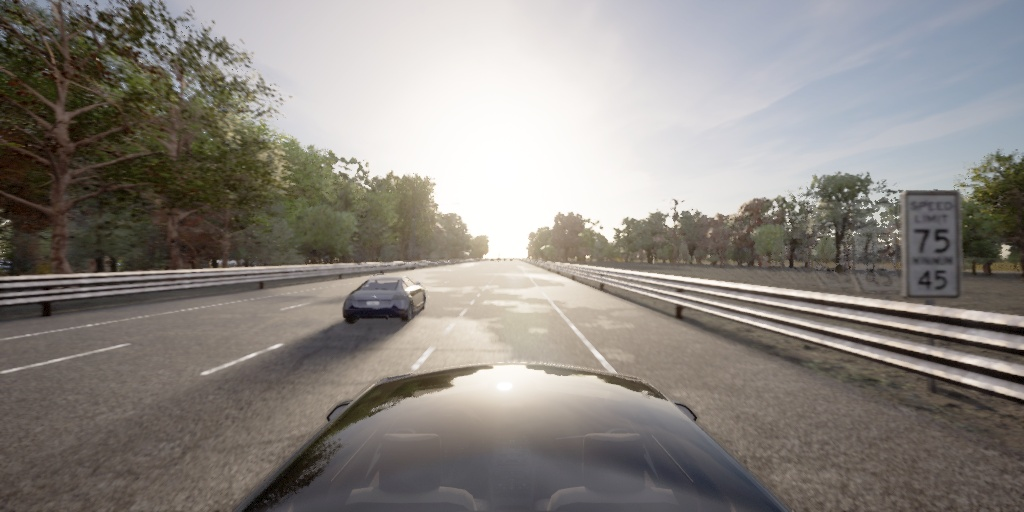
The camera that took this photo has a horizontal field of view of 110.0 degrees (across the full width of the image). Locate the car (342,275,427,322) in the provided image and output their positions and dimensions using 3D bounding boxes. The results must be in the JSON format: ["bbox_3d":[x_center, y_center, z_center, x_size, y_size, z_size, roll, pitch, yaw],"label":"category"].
[{"bbox_3d":[-4.206,1.355,12.440,1.994,1.385,4.181,0,0,-5],"label":"car"}]
